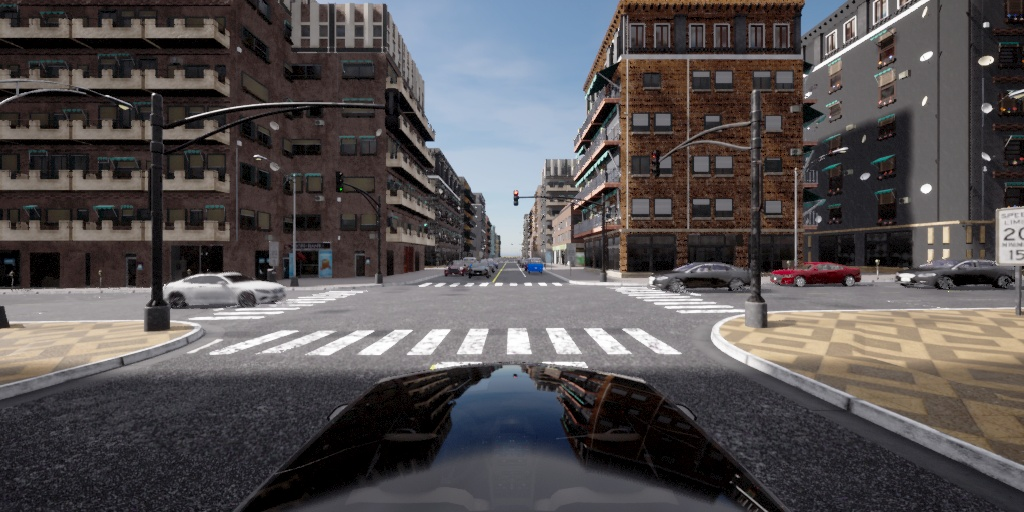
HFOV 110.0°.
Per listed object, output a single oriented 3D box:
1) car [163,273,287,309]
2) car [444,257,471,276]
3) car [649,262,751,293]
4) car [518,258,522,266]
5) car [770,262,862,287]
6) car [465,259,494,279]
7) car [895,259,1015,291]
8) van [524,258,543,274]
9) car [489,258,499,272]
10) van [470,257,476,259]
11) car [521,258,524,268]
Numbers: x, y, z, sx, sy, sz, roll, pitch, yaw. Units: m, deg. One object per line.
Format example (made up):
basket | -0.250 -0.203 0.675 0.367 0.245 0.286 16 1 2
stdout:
car | -12.313 1.432 15.425 4.674 1.442 1.812 -1 0 0
car | -5.534 1.182 35.889 1.967 1.591 4.097 0 0 0
car | 9.705 1.088 18.575 4.902 1.511 2.128 -1 0 3
car | 2.419 1.300 58.236 1.948 1.339 4.313 0 0 0
car | 17.550 1.033 20.827 4.507 1.381 1.888 0 0 0
car | -2.929 1.248 33.180 1.837 1.490 4.892 0 0 0
car | 22.621 0.912 18.376 4.902 1.511 2.128 -1 0 0
van | 2.592 1.081 40.870 1.690 1.789 3.998 0 0 0
car | -2.959 1.287 43.261 2.033 1.411 5.357 0 0 -1
van | -5.528 1.079 47.053 1.690 1.789 3.998 0 0 0
car | 2.541 1.283 47.074 1.888 1.381 4.507 0 0 0
